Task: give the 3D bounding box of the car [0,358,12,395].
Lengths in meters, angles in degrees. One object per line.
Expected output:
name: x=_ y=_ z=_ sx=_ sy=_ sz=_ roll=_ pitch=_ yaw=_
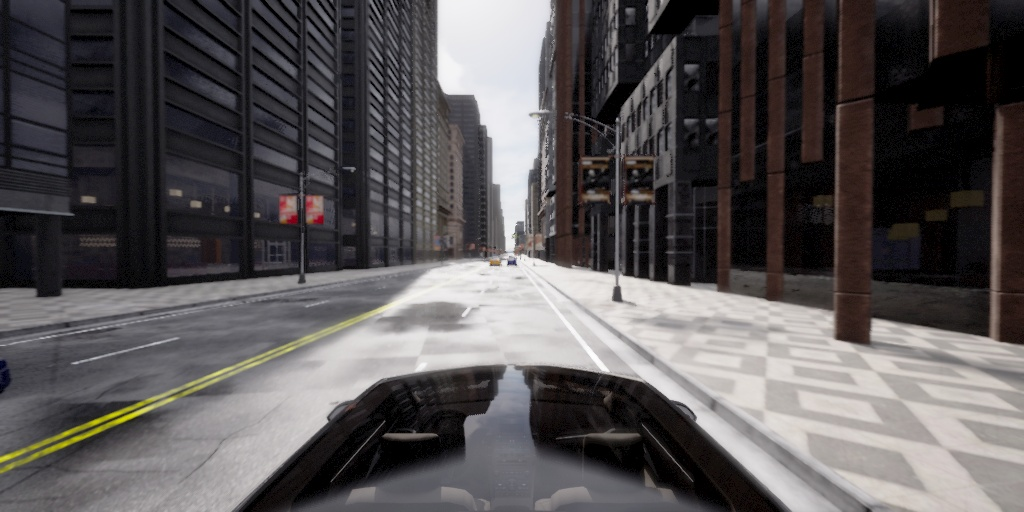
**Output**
car: x=-6.593 y=1.351 z=1.756 sx=1.895 sy=1.301 sz=4.718 roll=0 pitch=0 yaw=0
